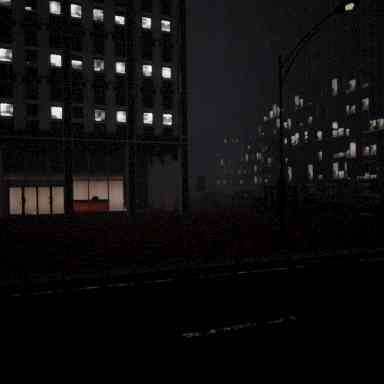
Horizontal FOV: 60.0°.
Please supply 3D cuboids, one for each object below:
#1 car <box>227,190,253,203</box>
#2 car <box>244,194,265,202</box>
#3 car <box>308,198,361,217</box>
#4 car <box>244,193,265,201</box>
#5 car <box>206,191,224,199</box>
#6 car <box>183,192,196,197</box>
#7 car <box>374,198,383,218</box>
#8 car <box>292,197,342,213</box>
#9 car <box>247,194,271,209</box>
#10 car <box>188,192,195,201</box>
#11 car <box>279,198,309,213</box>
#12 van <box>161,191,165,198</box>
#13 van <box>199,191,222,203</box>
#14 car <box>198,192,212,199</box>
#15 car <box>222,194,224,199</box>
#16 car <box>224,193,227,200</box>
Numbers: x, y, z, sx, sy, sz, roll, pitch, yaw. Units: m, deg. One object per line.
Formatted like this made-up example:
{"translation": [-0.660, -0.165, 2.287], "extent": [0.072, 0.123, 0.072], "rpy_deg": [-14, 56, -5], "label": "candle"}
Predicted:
{"translation": [8.684, 0.747, 57.631], "extent": [2.150, 2.045, 5.566], "rpy_deg": [-1, 1, -20], "label": "car"}
{"translation": [10.976, 1.060, 58.940], "extent": [1.802, 1.307, 4.206], "rpy_deg": [0, 1, -20], "label": "car"}
{"translation": [12.735, 1.434, 29.330], "extent": [1.947, 1.339, 4.313], "rpy_deg": [0, 1, -20], "label": "car"}
{"translation": [9.748, 1.228, 45.432], "extent": [2.033, 1.411, 5.357], "rpy_deg": [-1, 1, -20], "label": "car"}
{"translation": [5.124, 0.634, 74.953], "extent": [2.192, 1.841, 5.009], "rpy_deg": [0, 1, -20], "label": "car"}
{"translation": [-0.727, 0.710, 90.970], "extent": [2.008, 1.369, 4.403], "rpy_deg": [0, 1, -20], "label": "car"}
{"translation": [16.820, 1.216, 26.102], "extent": [2.097, 1.767, 4.553], "rpy_deg": [-1, 1, -21], "label": "car"}
{"translation": [13.282, 1.320, 35.744], "extent": [2.033, 1.411, 5.357], "rpy_deg": [-1, 1, -20], "label": "car"}
{"translation": [8.905, 1.332, 40.034], "extent": [1.947, 1.339, 4.313], "rpy_deg": [0, 1, -20], "label": "car"}
{"translation": [-0.796, 1.056, 66.743], "extent": [2.008, 1.369, 4.403], "rpy_deg": [0, 1, -20], "label": "car"}
{"translation": [10.801, 1.399, 34.676], "extent": [1.802, 1.307, 4.206], "rpy_deg": [0, 1, -20], "label": "car"}
{"translation": [-6.648, 0.687, 82.756], "extent": [1.690, 1.788, 3.998], "rpy_deg": [0, 1, -20], "label": "van"}
{"translation": [3.105, 0.952, 56.064], "extent": [1.690, 1.788, 3.998], "rpy_deg": [0, 1, -20], "label": "van"}
{"translation": [3.174, 0.706, 80.293], "extent": [1.967, 1.590, 4.097], "rpy_deg": [0, 1, -20], "label": "car"}
{"translation": [4.319, 0.931, 69.597], "extent": [1.812, 1.442, 4.674], "rpy_deg": [-1, 1, -20], "label": "car"}
{"translation": [7.075, 0.954, 69.618], "extent": [1.802, 1.307, 4.206], "rpy_deg": [0, 1, -20], "label": "car"}
